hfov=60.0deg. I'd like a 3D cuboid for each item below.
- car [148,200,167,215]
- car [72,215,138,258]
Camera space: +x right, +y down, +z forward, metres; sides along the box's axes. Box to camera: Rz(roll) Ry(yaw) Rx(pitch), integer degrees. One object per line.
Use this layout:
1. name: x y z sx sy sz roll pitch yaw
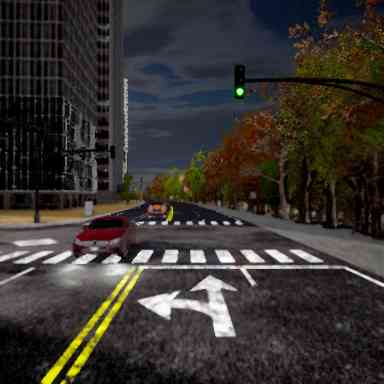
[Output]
1. car: -4.196 1.855 40.865 2.097 1.767 4.553 0 -1 -3
2. car: -3.380 1.719 13.719 1.812 1.442 4.674 0 -1 -1
